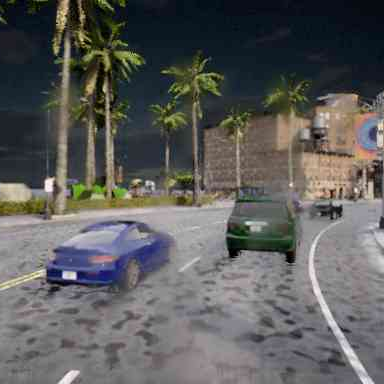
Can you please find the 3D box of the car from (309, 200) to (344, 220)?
[{"bbox_3d":[11.189,1.440,27.553,1.837,1.490,4.892,0,0,36],"label":"car"}]

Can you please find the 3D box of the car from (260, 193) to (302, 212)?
[{"bbox_3d":[10.161,1.096,37.697,2.150,2.045,5.566,1,0,43],"label":"car"}]

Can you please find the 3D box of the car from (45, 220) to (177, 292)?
[{"bbox_3d":[-1.843,1.465,8.813,1.812,1.442,4.674,0,1,15],"label":"car"}]

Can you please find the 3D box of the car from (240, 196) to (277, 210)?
[{"bbox_3d":[8.180,1.336,40.609,2.128,1.511,4.902,1,0,43],"label":"car"}]

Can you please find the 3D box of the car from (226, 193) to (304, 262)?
[{"bbox_3d":[2.821,1.176,12.288,2.150,2.045,5.566,0,0,20],"label":"car"}]

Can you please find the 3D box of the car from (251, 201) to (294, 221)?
[{"bbox_3d":[6.702,1.505,27.309,1.895,1.301,4.718,1,0,34],"label":"car"}]
